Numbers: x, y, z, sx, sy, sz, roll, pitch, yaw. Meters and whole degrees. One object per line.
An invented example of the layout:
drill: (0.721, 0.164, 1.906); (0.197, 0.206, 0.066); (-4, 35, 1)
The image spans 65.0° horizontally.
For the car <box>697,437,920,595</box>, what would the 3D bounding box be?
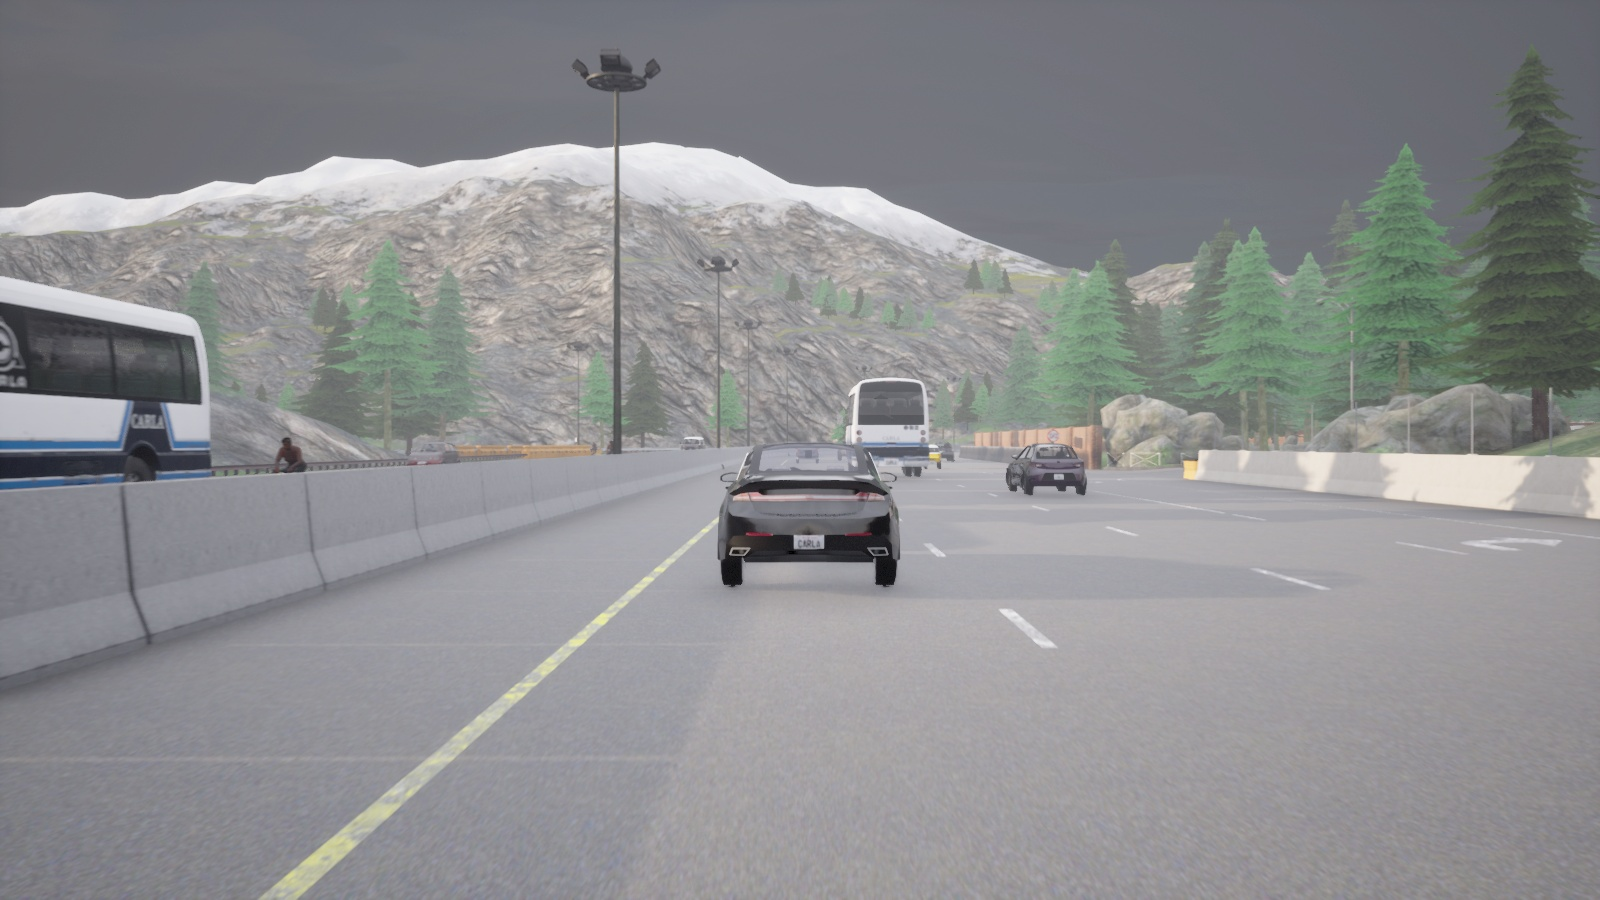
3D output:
car: (0.098, 0.618, 14.444); (2.128, 1.511, 4.902); (0, 0, 0)

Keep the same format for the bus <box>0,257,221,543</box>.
bus: (-13.866, -0.761, 20.617); (3.944, 4.253, 10.273); (0, 0, 0)

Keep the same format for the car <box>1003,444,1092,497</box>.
car: (7.227, 0.550, 37.064); (1.816, 1.474, 4.193); (0, 0, 0)

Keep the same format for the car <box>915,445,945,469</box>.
car: (7.425, 0.388, 71.695); (1.481, 1.376, 2.207); (0, 1, 0)

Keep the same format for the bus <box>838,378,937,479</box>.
bus: (3.848, -0.966, 58.094); (3.944, 4.253, 10.273); (0, 1, 0)

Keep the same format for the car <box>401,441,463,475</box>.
car: (-17.149, 0.371, 58.729); (1.789, 1.549, 3.705); (0, 0, 0)
